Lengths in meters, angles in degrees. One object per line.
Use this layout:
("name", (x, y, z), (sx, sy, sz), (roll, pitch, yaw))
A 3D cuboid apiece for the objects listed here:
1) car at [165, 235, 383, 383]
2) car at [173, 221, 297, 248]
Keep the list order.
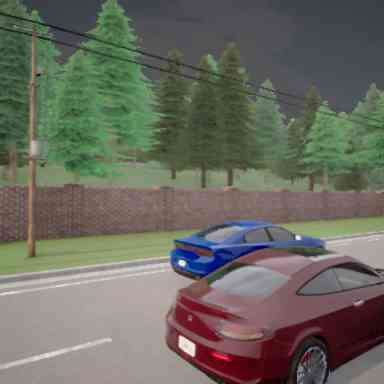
("car", (1.820, 1.573, 5.053), (4.674, 1.442, 1.812), (1, 0, -35))
("car", (1.779, 1.551, 9.316), (5.008, 1.535, 1.882), (0, 0, -36))
